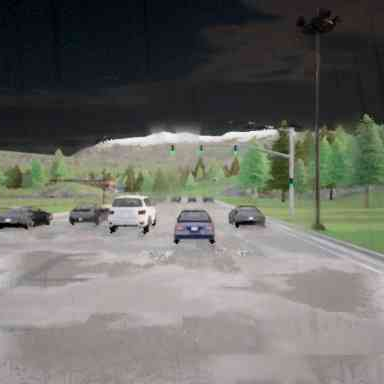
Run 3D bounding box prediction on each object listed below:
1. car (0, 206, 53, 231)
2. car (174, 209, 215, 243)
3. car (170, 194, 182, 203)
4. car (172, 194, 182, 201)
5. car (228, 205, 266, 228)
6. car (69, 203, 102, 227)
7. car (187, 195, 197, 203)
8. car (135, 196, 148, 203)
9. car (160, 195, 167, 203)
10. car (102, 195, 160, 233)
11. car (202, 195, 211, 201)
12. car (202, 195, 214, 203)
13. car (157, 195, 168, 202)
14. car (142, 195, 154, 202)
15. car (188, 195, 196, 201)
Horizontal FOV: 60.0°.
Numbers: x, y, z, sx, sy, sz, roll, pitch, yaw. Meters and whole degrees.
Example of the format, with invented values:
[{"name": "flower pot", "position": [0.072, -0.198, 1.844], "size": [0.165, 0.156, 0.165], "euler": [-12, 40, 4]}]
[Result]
[{"name": "car", "position": [-10.397, 1.565, 20.875], "size": [1.994, 1.385, 4.181], "euler": [0, 0, 0]}, {"name": "car", "position": [0.103, 1.548, 16.100], "size": [2.033, 1.411, 5.357], "euler": [0, 0, 0]}, {"name": "car", "position": [-3.498, 1.600, 69.264], "size": [1.895, 1.301, 4.718], "euler": [0, 0, 0]}, {"name": "car", "position": [-3.498, 1.306, 79.395], "size": [2.097, 1.767, 4.553], "euler": [0, 0, 0]}, {"name": "car", "position": [3.603, 1.565, 22.343], "size": [1.994, 1.385, 4.181], "euler": [0, 0, 0]}, {"name": "car", "position": [-6.897, 1.493, 23.046], "size": [2.128, 1.511, 4.902], "euler": [0, 0, 0]}, {"name": "car", "position": [0.002, 1.529, 69.206], "size": [1.812, 1.442, 4.674], "euler": [0, 0, 0]}, {"name": "car", "position": [-10.498, 1.557, 69.665], "size": [1.994, 1.385, 4.181], "euler": [0, 0, 0]}, {"name": "car", "position": [-6.998, 1.544, 69.034], "size": [2.033, 1.411, 5.357], "euler": [0, 0, 0]}, {"name": "car", "position": [-3.400, 1.223, 19.786], "size": [2.150, 2.045, 5.566], "euler": [0, 0, 0]}, {"name": "car", "position": [3.502, 1.501, 79.424], "size": [1.994, 1.385, 4.181], "euler": [0, 0, 0]}, {"name": "car", "position": [3.502, 1.482, 69.153], "size": [1.882, 1.535, 5.008], "euler": [0, 0, 0]}, {"name": "car", "position": [-6.998, 1.494, 79.426], "size": [2.033, 1.411, 5.357], "euler": [0, 0, 0]}, {"name": "car", "position": [-10.498, 1.493, 79.426], "size": [2.033, 1.411, 5.357], "euler": [0, 0, 0]}, {"name": "car", "position": [0.002, 1.426, 79.424], "size": [1.882, 1.535, 5.008], "euler": [0, 0, 0]}]
